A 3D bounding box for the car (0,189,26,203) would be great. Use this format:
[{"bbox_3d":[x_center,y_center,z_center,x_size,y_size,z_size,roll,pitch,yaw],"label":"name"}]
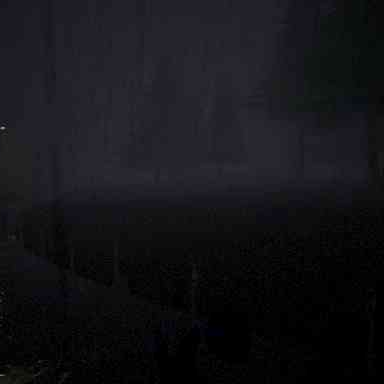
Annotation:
[{"bbox_3d":[-20.004,0.371,35.981,2.033,1.411,5.357,4,3,-3],"label":"car"}]
